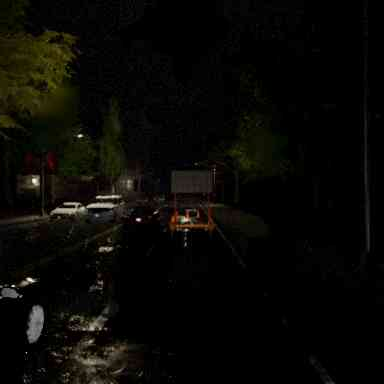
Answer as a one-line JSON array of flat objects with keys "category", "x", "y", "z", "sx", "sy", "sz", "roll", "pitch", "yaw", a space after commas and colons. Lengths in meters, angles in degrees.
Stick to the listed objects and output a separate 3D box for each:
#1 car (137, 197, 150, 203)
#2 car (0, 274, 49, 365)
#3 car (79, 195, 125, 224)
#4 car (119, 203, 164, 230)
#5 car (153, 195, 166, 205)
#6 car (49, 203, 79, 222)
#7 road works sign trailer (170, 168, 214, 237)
[{"category": "car", "x": -9.760, "y": 1.703, "z": 67.272, "sx": 2.097, "sy": 1.767, "sz": 4.553, "roll": 0, "pitch": -1, "yaw": 0}, {"category": "car", "x": -3.151, "y": 1.510, "z": 3.307, "sx": 1.837, "sy": 1.490, "sz": 4.892, "roll": 0, "pitch": 0, "yaw": 0}, {"category": "car", "x": -6.600, "y": 1.291, "z": 25.844, "sx": 2.150, "sy": 2.045, "sz": 5.566, "roll": 0, "pitch": 0, "yaw": 0}, {"category": "car", "x": -3.151, "y": 1.618, "z": 21.589, "sx": 1.994, "sy": 1.385, "sz": 4.181, "roll": 0, "pitch": 0, "yaw": 0}, {"category": "car", "x": -6.506, "y": 1.575, "z": 67.194, "sx": 2.150, "sy": 2.045, "sz": 5.566, "roll": 0, "pitch": 0, "yaw": 0}, {"category": "car", "x": -9.849, "y": 1.600, "z": 26.983, "sx": 1.812, "sy": 1.442, "sz": 4.674, "roll": 0, "pitch": 0, "yaw": 0}, {"category": "road works sign trailer", "x": 0.000, "y": 0.508, "z": 18.136, "sx": 2.380, "sy": 3.560, "sz": 2.880, "roll": 0, "pitch": 0, "yaw": 0}]
